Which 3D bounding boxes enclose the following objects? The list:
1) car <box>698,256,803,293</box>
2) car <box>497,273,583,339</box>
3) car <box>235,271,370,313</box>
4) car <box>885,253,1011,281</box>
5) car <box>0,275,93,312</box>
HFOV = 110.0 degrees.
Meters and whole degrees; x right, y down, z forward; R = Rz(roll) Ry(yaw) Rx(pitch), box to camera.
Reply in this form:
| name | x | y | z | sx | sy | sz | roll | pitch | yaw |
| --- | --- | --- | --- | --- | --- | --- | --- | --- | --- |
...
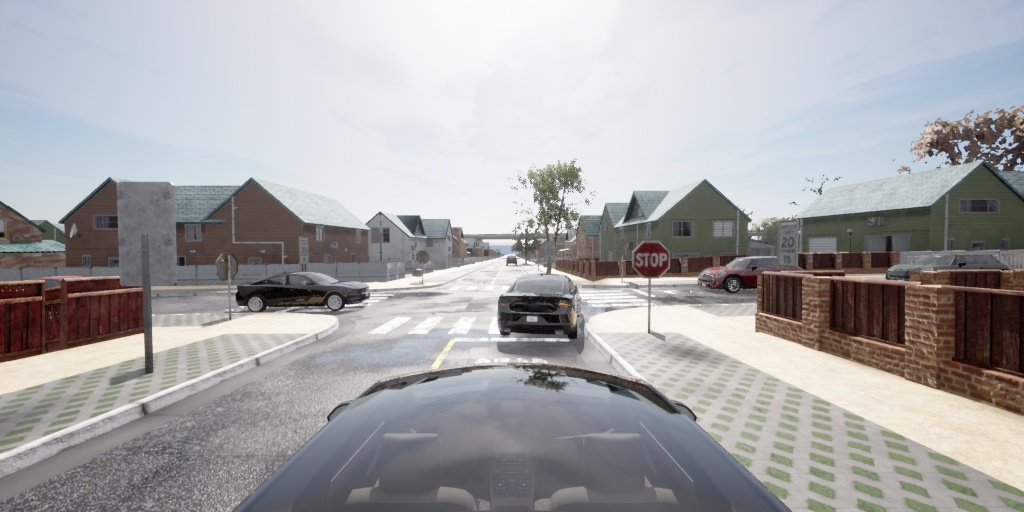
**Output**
| name | x | y | z | sx | sy | sz | roll | pitch | yaw |
| --- | --- | --- | --- | --- | --- | --- | --- | --- | --- |
| car | 11.794 | 0.820 | 17.859 | 4.553 | 1.767 | 2.097 | -1 | 2 | 0 |
| car | 0.951 | 1.224 | 10.241 | 1.882 | 1.535 | 5.008 | 0 | 0 | 12 |
| car | -8.479 | 1.376 | 14.760 | 5.008 | 1.535 | 1.882 | -1 | 2 | 0 |
| car | 21.688 | 0.646 | 17.938 | 4.553 | 1.767 | 2.097 | -1 | 2 | 0 |
| car | -18.032 | 1.546 | 14.689 | 5.008 | 1.535 | 1.882 | -1 | 2 | 0 |
